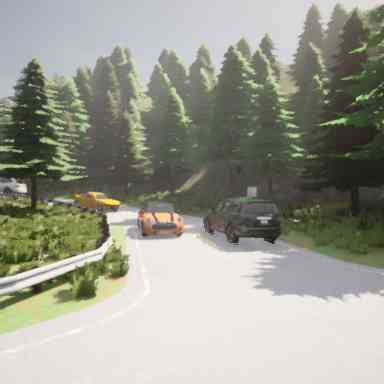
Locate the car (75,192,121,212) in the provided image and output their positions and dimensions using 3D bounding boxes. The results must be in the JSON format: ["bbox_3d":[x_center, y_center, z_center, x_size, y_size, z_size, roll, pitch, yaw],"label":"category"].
[{"bbox_3d":[-8.304,0.821,29.192,5.008,1.535,1.882,6,3,37],"label":"car"}]

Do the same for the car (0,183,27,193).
[{"bbox_3d":[-21.567,-0.666,37.540,5.566,2.045,2.150,5,0,4],"label":"car"}]

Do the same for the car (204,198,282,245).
[{"bbox_3d":[2.338,1.318,16.641,2.150,2.045,5.566,0,1,-15],"label":"car"}]

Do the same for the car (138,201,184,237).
[{"bbox_3d":[-1.814,1.360,18.543,2.097,1.767,4.553,0,1,-13],"label":"car"}]
